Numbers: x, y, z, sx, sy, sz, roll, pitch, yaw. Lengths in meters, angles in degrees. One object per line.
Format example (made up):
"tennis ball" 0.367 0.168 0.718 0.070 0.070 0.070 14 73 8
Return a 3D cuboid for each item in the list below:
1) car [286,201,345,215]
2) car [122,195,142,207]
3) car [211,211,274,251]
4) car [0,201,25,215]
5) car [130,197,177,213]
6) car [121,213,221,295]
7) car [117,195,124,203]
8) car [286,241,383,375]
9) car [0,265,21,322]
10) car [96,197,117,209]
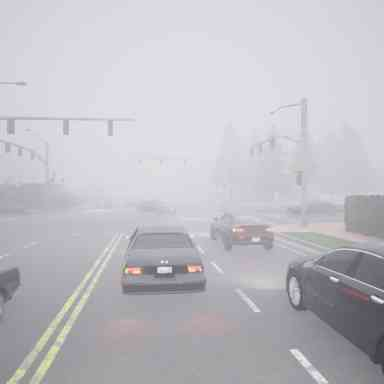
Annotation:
"car" 12.062 1.547 32.511 5.357 1.411 2.033 0 0 -5
"car" -9.031 1.526 50.294 1.812 1.442 4.674 0 0 -6
"car" 2.005 1.526 14.158 1.812 1.442 4.674 0 0 -7
"car" -19.094 1.564 33.446 4.181 1.385 1.994 0 0 -9
"car" -3.533 1.492 32.435 2.128 1.511 4.902 0 0 -43
"car" -0.838 1.547 8.896 2.033 1.411 5.357 0 0 -7
"car" -14.304 1.351 67.098 2.097 1.767 4.553 0 0 -6
"car" 2.980 1.505 4.964 1.837 1.490 4.892 0 0 -5
"car" -3.976 1.601 4.021 1.895 1.301 4.718 0 0 -5
"car" -12.117 1.491 46.303 2.128 1.511 4.902 0 0 -6
